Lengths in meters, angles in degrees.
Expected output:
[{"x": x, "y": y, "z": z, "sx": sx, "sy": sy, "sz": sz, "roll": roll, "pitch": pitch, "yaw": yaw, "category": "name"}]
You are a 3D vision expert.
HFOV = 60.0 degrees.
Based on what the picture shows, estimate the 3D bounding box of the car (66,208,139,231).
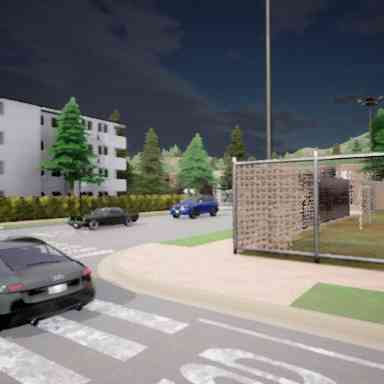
[{"x": -5.786, "y": 1.721, "z": 21.969, "sx": 1.895, "sy": 1.301, "sz": 4.718, "roll": -1, "pitch": 0, "yaw": 35, "category": "car"}]

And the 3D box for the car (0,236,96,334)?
[{"x": -3.888, "y": 1.618, "z": 6.765, "sx": 4.181, "sy": 1.385, "sz": 1.994, "roll": -1, "pitch": 0, "yaw": 36, "category": "car"}]

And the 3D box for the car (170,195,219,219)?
[{"x": 0.353, "y": 1.342, "z": 30.681, "sx": 2.150, "sy": 2.045, "sz": 5.566, "roll": -1, "pitch": 0, "yaw": 36, "category": "car"}]
